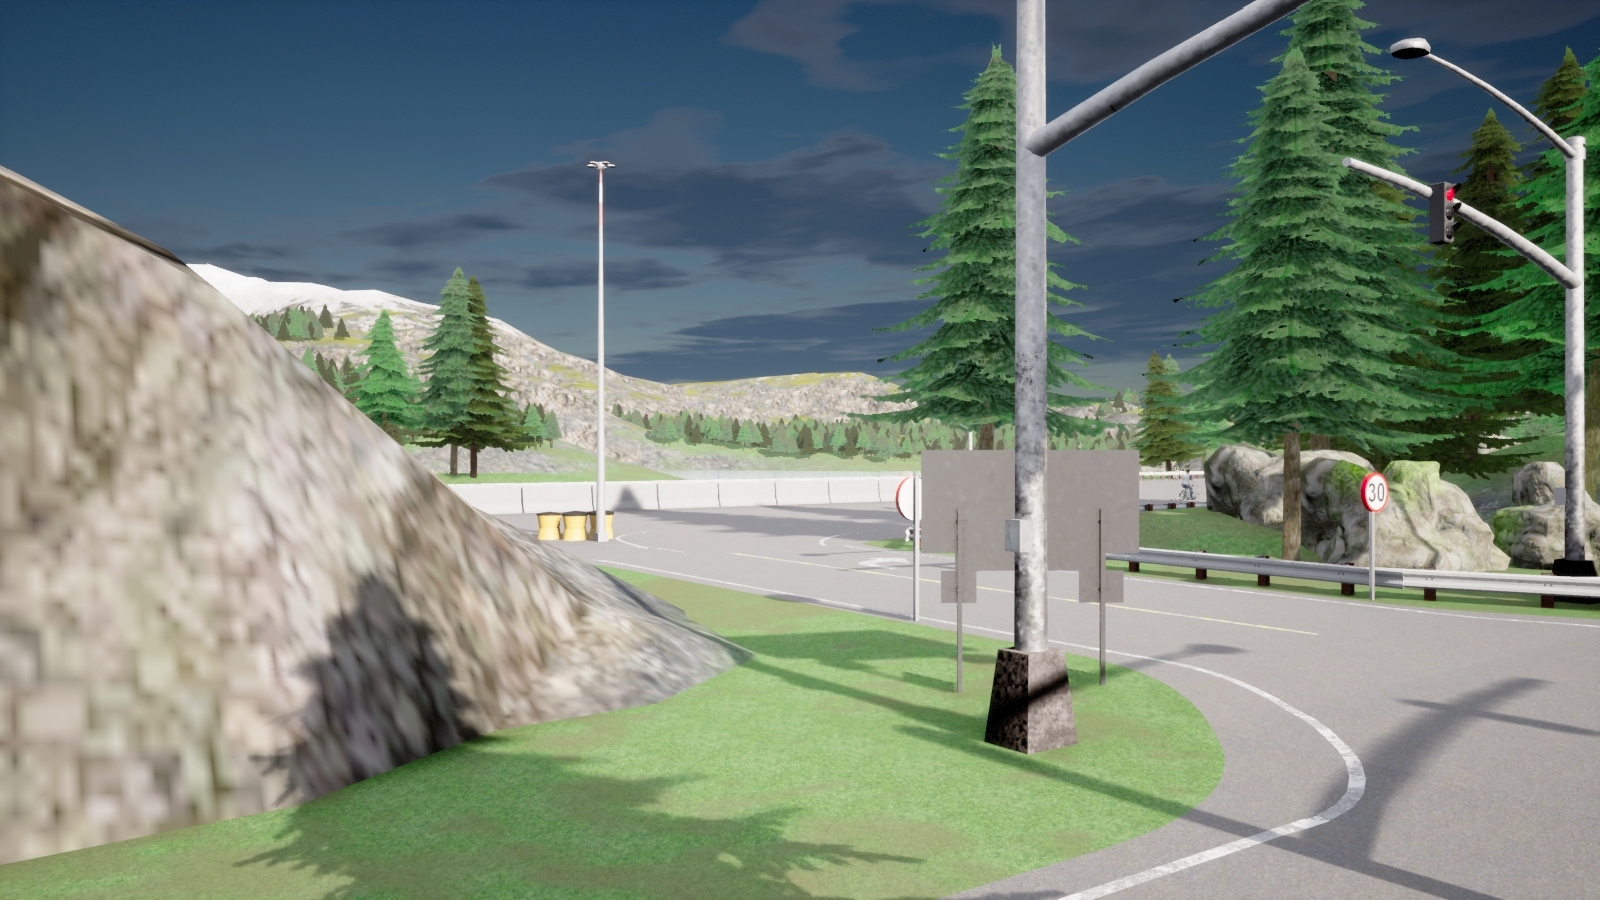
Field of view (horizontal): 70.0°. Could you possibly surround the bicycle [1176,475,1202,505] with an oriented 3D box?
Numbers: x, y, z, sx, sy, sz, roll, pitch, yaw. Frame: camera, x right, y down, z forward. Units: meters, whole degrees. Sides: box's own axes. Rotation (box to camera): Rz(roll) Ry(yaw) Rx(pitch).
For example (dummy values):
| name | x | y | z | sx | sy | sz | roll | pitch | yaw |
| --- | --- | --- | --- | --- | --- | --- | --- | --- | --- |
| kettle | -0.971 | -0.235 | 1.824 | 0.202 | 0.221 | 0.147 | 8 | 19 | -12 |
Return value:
| name | x | y | z | sx | sy | sz | roll | pitch | yaw |
| --- | --- | --- | --- | --- | --- | --- | --- | --- | --- |
| bicycle | 20.112 | 2.044 | 59.045 | 1.643 | 1.514 | 0.373 | 0 | 0 | -35 |
